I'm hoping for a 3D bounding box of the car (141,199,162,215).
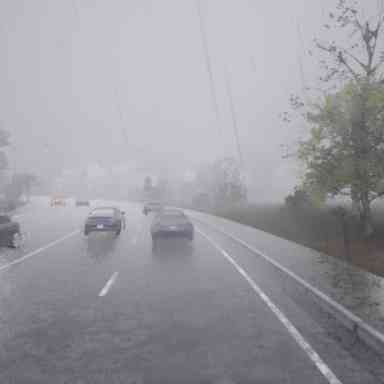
[{"bbox_3d":[-4.128,1.499,34.211,2.128,1.511,4.902,0,0,-13],"label":"car"}]

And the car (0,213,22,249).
[{"bbox_3d":[-7.761,1.520,11.781,1.837,1.490,4.892,0,0,-5],"label":"car"}]

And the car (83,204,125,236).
[{"bbox_3d":[-4.784,1.534,18.614,1.812,1.442,4.674,0,0,-7],"label":"car"}]

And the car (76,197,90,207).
[{"bbox_3d":[-16.947,1.494,51.532,1.882,1.535,5.008,0,0,-21],"label":"car"}]

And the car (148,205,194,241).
[{"bbox_3d":[-1.070,1.566,16.881,1.994,1.385,4.181,0,0,-7],"label":"car"}]

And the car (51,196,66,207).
[{"bbox_3d":[-20.792,1.369,51.722,2.097,1.767,4.553,0,0,-21],"label":"car"}]
